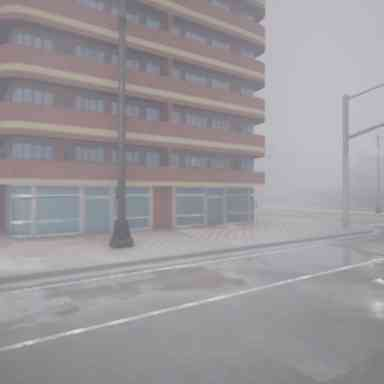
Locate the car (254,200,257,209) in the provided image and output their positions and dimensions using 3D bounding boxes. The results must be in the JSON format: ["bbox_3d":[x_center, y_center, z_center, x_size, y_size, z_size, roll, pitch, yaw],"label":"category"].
[{"bbox_3d":[6.322,1.295,45.011,2.150,2.045,5.566,0,0,-35],"label":"car"}]

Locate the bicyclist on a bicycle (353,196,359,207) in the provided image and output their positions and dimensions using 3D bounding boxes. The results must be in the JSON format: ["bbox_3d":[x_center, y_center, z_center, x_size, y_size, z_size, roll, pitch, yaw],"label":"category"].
[{"bbox_3d":[24.438,1.415,49.521,1.656,1.620,0.582,0,0,-35],"label":"bicyclist on a bicycle"}]
